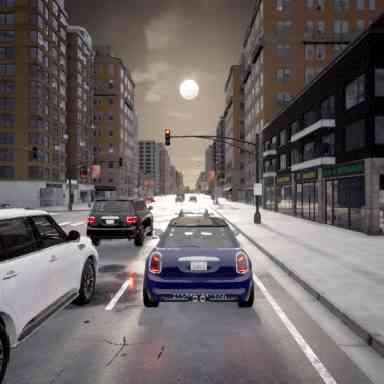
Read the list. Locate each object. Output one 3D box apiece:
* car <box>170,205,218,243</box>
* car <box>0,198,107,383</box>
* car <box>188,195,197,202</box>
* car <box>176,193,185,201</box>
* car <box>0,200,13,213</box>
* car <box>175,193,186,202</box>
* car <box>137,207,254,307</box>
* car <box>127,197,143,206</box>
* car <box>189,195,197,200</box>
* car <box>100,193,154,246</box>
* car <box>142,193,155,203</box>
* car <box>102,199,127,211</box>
[{"bbox_3d":[0.113,1.494,17.182,2.128,1.511,4.902,0,0,1],"label":"car"},{"bbox_3d":[-3.140,1.222,4.955,2.150,2.045,5.566,0,0,1],"label":"car"},{"bbox_3d":[0.267,1.568,78.185,1.812,1.442,4.674,0,0,0],"label":"car"},{"bbox_3d":[-2.950,1.168,88.235,2.150,2.045,5.566,0,0,0],"label":"car"},{"bbox_3d":[-22.028,1.596,36.027,4.313,1.339,1.947,0,0,0],"label":"car"},{"bbox_3d":[-2.985,1.583,77.783,2.033,1.411,5.357,0,0,0],"label":"car"},{"bbox_3d":[0.125,1.353,8.113,2.097,1.767,4.553,0,0,0],"label":"car"},{"bbox_3d":[-9.642,1.626,56.930,1.895,1.301,4.718,0,0,0],"label":"car"},{"bbox_3d":[0.300,1.496,88.193,1.994,1.385,4.181,0,0,0],"label":"car"},{"bbox_3d":[-3.100,1.224,15.308,2.150,2.045,5.566,0,0,0],"label":"car"},{"bbox_3d":[-9.503,1.265,72.571,2.150,2.045,5.566,0,0,0],"label":"car"},{"bbox_3d":[-9.844,1.579,42.628,1.994,1.385,4.181,0,0,4],"label":"car"}]
